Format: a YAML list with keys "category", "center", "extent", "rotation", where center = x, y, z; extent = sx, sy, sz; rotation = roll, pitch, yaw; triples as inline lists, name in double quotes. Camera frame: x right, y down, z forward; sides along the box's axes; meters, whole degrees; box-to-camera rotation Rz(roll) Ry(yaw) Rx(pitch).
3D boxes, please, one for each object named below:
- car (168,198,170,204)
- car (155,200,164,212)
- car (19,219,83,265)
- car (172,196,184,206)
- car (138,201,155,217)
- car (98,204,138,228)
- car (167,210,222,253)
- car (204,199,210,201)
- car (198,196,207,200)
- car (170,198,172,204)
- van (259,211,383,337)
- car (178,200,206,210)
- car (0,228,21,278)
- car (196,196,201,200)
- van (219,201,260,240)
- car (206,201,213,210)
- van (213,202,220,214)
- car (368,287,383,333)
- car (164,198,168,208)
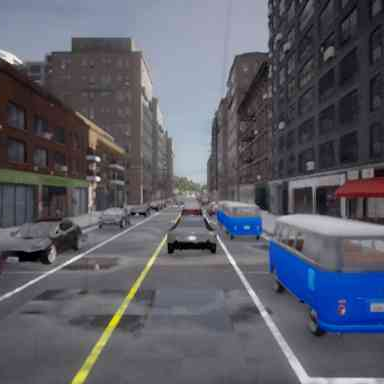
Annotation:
- category: "car"
  center: [-5.393, 2.066, 57.655]
  extent: [1.887, 1.381, 4.507]
  rotation: [0, -1, 0]
- category: "car"
  center: [-5.392, 1.965, 46.290]
  extent: [1.887, 1.381, 4.507]
  rotation: [0, -1, 0]
- category: "car"
  center: [-5.389, 1.679, 12.198]
  extent: [1.947, 1.339, 4.313]
  rotation: [0, -1, 0]
- category: "car"
  center: [-2.756, 2.141, 71.754]
  extent: [1.837, 1.490, 4.892]
  rotation: [0, -1, 0]
- category: "car"
  center: [-5.391, 1.884, 34.926]
  extent: [1.947, 1.339, 4.313]
  rotation: [0, -1, 0]
- category: "car"
  center: [-5.390, 1.767, 23.562]
  extent: [2.008, 1.369, 4.403]
  rotation: [0, -1, 0]
- category: "car"
  center: [0.005, 1.697, 14.333]
  extent: [1.994, 1.385, 4.181]
  rotation: [0, 0, 0]
- category: "car"
  center: [2.634, 1.896, 40.779]
  extent: [1.752, 1.417, 4.829]
  rotation: [0, -1, 0]
- category: "car"
  center: [2.745, 2.062, 64.696]
  extent: [1.882, 1.535, 5.008]
  rotation: [0, -1, 0]
- category: "car"
  center: [-5.394, 2.162, 80.383]
  extent: [1.967, 1.590, 4.097]
  rotation: [0, -1, 0]
- category: "van"
  center: [2.637, 1.402, 6.518]
  extent: [1.690, 1.788, 3.998]
  rotation: [0, -1, 0]
- category: "car"
  center: [0.005, 1.747, 29.466]
  extent: [1.882, 1.535, 5.008]
  rotation: [0, 0, 0]
- category: "car"
  center: [-5.388, 1.643, 6.515]
  extent: [1.802, 1.307, 4.206]
  rotation: [0, -1, 0]
- category: "car"
  center: [2.631, 2.037, 80.386]
  extent: [2.192, 1.841, 5.009]
  rotation: [0, -1, 0]
- category: "van"
  center: [2.636, 1.506, 17.883]
  extent: [1.690, 1.788, 3.998]
  rotation: [0, -1, 0]
- category: "car"
  center: [2.634, 1.900, 34.927]
  extent: [1.802, 1.307, 4.206]
  rotation: [0, -1, 0]
- category: "van"
  center: [2.635, 1.557, 23.565]
  extent: [1.690, 1.788, 3.998]
  rotation: [0, -1, 0]
- category: "car"
  center: [2.637, 1.560, 0.835]
  extent: [2.008, 1.369, 4.403]
  rotation: [0, -1, 0]
- category: "car"
  center: [-5.392, 2.022, 51.972]
  extent: [2.008, 1.369, 4.403]
  rotation: [0, -1, 0]
